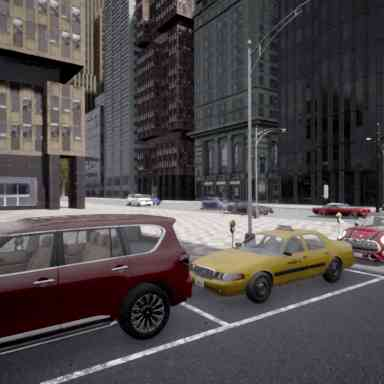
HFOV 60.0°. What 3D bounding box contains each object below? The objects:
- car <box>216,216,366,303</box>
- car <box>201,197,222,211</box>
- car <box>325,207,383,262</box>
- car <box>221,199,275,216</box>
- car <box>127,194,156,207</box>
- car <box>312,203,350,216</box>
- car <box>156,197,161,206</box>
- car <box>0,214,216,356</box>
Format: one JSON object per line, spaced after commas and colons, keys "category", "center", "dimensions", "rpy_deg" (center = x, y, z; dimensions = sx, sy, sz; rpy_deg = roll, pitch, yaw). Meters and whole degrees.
{"category": "car", "center": [2.105, 1.524, 8.174], "dimensions": [4.829, 1.417, 1.752], "rpy_deg": [0, 0, -36]}
{"category": "car", "center": [3.130, 1.448, 43.080], "dimensions": [2.097, 1.767, 4.553], "rpy_deg": [0, 0, -36]}
{"category": "car", "center": [6.795, 1.439, 11.540], "dimensions": [4.097, 1.590, 1.967], "rpy_deg": [0, 0, -36]}
{"category": "car", "center": [5.790, 1.630, 33.781], "dimensions": [2.033, 1.411, 5.357], "rpy_deg": [0, 0, -36]}
{"category": "car", "center": [-8.530, 1.377, 53.885], "dimensions": [2.150, 2.045, 5.566], "rpy_deg": [0, 0, -35]}
{"category": "car", "center": [13.106, 1.647, 29.154], "dimensions": [1.895, 1.301, 4.718], "rpy_deg": [0, 0, -36]}
{"category": "car", "center": [-7.651, 1.466, 58.284], "dimensions": [2.150, 2.045, 5.566], "rpy_deg": [0, 0, -36]}
{"category": "car", "center": [-2.309, 1.315, 5.008], "dimensions": [5.009, 1.841, 2.192], "rpy_deg": [0, 0, -36]}
